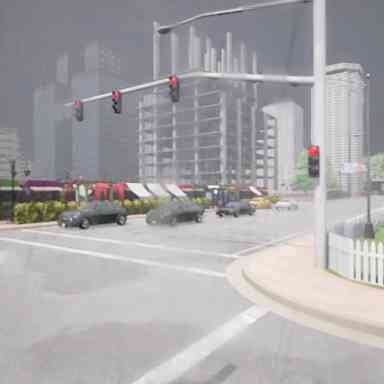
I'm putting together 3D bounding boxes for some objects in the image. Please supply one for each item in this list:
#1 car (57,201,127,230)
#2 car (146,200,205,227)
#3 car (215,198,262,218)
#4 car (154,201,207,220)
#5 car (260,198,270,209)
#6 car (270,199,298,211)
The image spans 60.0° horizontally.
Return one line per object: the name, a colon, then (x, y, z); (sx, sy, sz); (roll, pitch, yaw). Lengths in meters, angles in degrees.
car: (-6.528, 1.423, 22.066); (2.097, 1.767, 4.553); (0, 0, 35)
car: (-1.183, 1.406, 23.576); (2.097, 1.767, 4.553); (0, 0, 35)
car: (4.269, 1.597, 31.325); (2.033, 1.411, 5.357); (0, 0, 35)
car: (-0.907, 1.614, 30.053); (2.033, 1.411, 5.357); (0, 0, 35)
car: (8.659, 1.537, 43.616); (1.882, 1.535, 5.008); (0, 0, 35)
car: (12.051, 1.570, 42.343); (1.812, 1.442, 4.674); (0, 0, 35)
